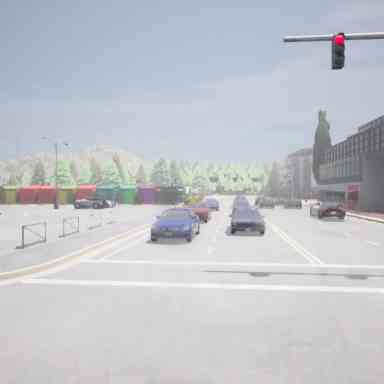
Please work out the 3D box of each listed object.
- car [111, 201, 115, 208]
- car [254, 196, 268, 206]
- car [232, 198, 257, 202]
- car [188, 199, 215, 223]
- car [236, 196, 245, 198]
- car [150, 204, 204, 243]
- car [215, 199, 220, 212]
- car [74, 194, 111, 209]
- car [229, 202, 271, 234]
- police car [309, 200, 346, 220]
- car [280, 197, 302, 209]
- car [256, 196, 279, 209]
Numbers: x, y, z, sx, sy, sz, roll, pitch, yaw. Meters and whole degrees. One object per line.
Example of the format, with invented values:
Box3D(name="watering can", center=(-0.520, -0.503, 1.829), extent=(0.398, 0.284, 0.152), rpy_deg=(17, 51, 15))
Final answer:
Box3D(name="car", center=(-12.113, 1.395, 43.675), extent=(3.806, 1.475, 1.970), rpy_deg=(0, 0, 6))
Box3D(name="car", center=(11.600, 1.505, 56.080), extent=(1.837, 1.490, 4.892), rpy_deg=(0, 0, 7))
Box3D(name="car", center=(4.730, 1.548, 31.448), extent=(2.033, 1.411, 5.357), rpy_deg=(0, 0, 8))
Box3D(name="car", center=(0.420, 1.478, 25.498), extent=(1.882, 1.535, 5.008), rpy_deg=(0, 0, 7))
Box3D(name="car", center=(6.588, 1.351, 45.213), extent=(2.097, 1.767, 4.553), rpy_deg=(0, 0, 8))
Box3D(name="car", center=(-0.683, 1.526, 16.453), extent=(1.812, 1.442, 4.674), rpy_deg=(0, 0, 8))
Box3D(name="car", center=(2.275, 1.525, 39.496), extent=(1.812, 1.442, 4.674), rpy_deg=(0, 0, 8))
Box3D(name="car", center=(-12.428, 1.156, 40.797), extent=(3.866, 1.878, 1.905), rpy_deg=(0, 0, 6))
Box3D(name="car", center=(3.173, 1.547, 19.456), extent=(2.033, 1.411, 5.357), rpy_deg=(0, 0, 7))
Box3D(name="police car", center=(11.567, 1.509, 28.790), extent=(2.038, 1.542, 4.974), rpy_deg=(0, 0, 7))
Box3D(name="car", center=(13.793, 1.492, 45.502), extent=(2.128, 1.511, 4.902), rpy_deg=(0, 0, 8))
Box3D(name="car", center=(10.335, 1.492, 46.053), extent=(2.128, 1.511, 4.902), rpy_deg=(0, 0, 8))
